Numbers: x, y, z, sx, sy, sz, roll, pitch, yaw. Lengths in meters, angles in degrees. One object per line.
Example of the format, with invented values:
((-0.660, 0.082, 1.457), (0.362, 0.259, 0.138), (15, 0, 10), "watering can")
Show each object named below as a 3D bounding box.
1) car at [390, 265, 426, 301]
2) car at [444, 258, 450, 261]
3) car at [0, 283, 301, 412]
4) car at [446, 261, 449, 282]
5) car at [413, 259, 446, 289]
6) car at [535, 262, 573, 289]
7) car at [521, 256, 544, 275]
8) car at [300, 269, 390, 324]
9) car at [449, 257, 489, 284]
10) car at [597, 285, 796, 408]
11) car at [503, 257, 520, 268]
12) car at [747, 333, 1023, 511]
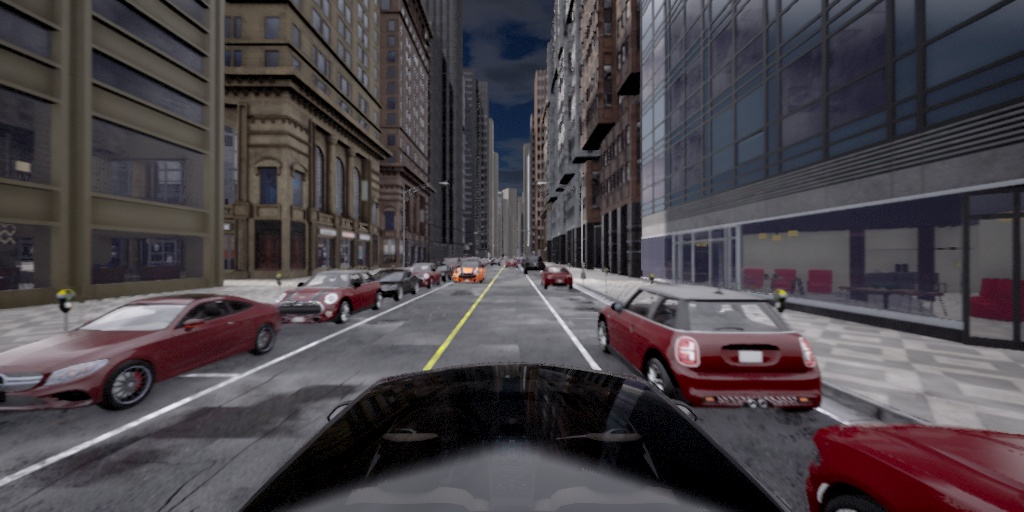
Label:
((-5.768, 1.316, 17.284), (1.948, 1.339, 4.313), (0, 0, 0), "car")
((-5.774, 1.065, 34.089), (2.192, 1.841, 5.009), (0, 0, 0), "car")
((-5.764, 1.331, 6.080), (1.802, 1.307, 4.207), (0, 0, 0), "car")
((-5.772, 1.316, 28.487), (1.948, 1.339, 4.313), (0, 0, 0), "car")
((-5.770, 1.190, 22.885), (1.967, 1.591, 4.097), (0, 0, 0), "car")
((2.756, 1.296, 22.900), (1.888, 1.381, 4.507), (0, 0, 0), "car")
((2.381, 0.981, 39.586), (2.150, 2.045, 5.566), (0, 0, 0), "car")
((-5.766, 1.189, 11.682), (1.967, 1.591, 4.097), (0, 0, 0), "car")
((-3.104, 1.102, 27.067), (2.097, 1.767, 4.553), (0, 0, 0), "car")
((2.762, 1.190, 6.093), (1.967, 1.591, 4.097), (0, 0, 0), "car")
((-0.020, 1.112, 59.292), (2.097, 1.767, 4.553), (0, 0, 0), "car")
((2.763, 1.295, 0.492), (1.888, 1.381, 4.507), (0, 0, 0), "car")
